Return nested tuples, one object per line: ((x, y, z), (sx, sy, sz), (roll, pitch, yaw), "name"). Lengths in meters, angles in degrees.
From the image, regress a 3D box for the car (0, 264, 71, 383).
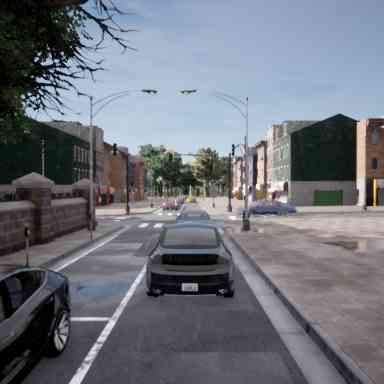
((-2.645, 1.566, 3.320), (1.947, 1.339, 4.313), (-1, 0, 0), "car")

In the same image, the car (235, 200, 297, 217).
((6.595, 1.447, 29.908), (5.357, 1.411, 2.033), (-1, 1, 0), "car")

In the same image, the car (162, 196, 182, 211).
((-2.661, 1.489, 41.640), (1.967, 1.590, 4.097), (-1, 0, 0), "car")

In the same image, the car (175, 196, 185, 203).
((-2.671, 1.675, 74.248), (1.887, 1.381, 4.507), (-1, 0, 0), "car")

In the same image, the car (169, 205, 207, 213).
((0.094, 1.556, 16.059), (2.033, 1.411, 5.357), (0, 0, 0), "car")

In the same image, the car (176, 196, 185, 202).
((-2.673, 1.712, 79.683), (1.947, 1.339, 4.313), (-1, 0, 0), "car")

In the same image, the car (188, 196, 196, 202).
((-0.027, 1.693, 82.227), (2.033, 1.411, 5.357), (0, 0, 0), "car")

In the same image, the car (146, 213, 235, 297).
((-0.025, 1.507, 8.544), (1.837, 1.490, 4.892), (0, 0, 0), "car")

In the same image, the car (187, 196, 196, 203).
((-0.013, 1.602, 71.793), (1.882, 1.535, 5.008), (0, 0, 0), "car")

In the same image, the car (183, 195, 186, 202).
((-2.668, 1.645, 63.379), (1.887, 1.381, 4.507), (-1, 0, 0), "car")
